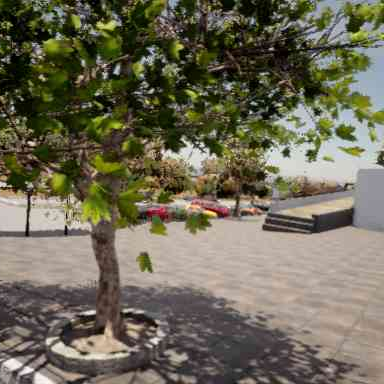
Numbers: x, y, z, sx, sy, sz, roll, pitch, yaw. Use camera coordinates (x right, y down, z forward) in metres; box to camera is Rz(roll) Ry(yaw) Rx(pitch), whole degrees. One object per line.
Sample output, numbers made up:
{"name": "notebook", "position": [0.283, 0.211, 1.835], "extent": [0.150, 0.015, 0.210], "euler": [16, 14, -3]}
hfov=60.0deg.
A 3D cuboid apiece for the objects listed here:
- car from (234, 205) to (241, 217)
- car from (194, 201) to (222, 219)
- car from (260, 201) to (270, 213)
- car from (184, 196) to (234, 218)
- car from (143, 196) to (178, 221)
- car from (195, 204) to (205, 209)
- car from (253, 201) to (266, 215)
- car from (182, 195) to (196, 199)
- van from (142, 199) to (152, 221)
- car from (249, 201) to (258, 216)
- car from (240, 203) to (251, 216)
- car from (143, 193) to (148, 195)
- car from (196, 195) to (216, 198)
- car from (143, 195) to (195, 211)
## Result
{"name": "car", "position": [3.962, 2.634, 47.070], "extent": [4.792, 1.488, 2.163], "euler": [8, 3, 15]}
{"name": "car", "position": [0.627, 2.450, 42.140], "extent": [5.366, 1.575, 1.946], "euler": [7, 3, 15]}
{"name": "car", "position": [12.700, 2.811, 59.273], "extent": [5.566, 2.045, 2.435], "euler": [8, 2, 15]}
{"name": "car", "position": [2.251, 2.270, 44.613], "extent": [5.566, 2.045, 2.435], "euler": [7, 3, 15]}
{"name": "car", "position": [-4.817, 1.918, 34.860], "extent": [5.566, 2.045, 2.435], "euler": [8, 3, 16]}
{"name": "car", "position": [-1.309, 2.383, 39.754], "extent": [4.674, 1.452, 2.002], "euler": [7, 3, 16]}
{"name": "car", "position": [9.145, 2.739, 54.405], "extent": [4.553, 1.767, 2.185], "euler": [8, 2, 15]}
{"name": "car", "position": [0.148, 1.289, 70.546], "extent": [2.033, 1.411, 5.357], "euler": [8, 3, 35]}
{"name": "van", "position": [-6.674, 1.844, 32.455], "extent": [4.442, 1.987, 1.878], "euler": [8, 3, 16]}
{"name": "car", "position": [7.463, 2.657, 51.938], "extent": [4.553, 1.767, 2.185], "euler": [8, 3, 15]}
{"name": "car", "position": [5.682, 2.691, 49.509], "extent": [4.892, 1.521, 2.231], "euler": [8, 3, 15]}
{"name": "car", "position": [-8.969, 0.822, 57.850], "extent": [1.812, 1.442, 4.674], "euler": [8, 3, 36]}
{"name": "car", "position": [3.479, 1.462, 70.044], "extent": [2.097, 1.767, 4.553], "euler": [8, 3, 35]}
{"name": "car", "position": [-2.999, 2.012, 37.290], "extent": [5.566, 2.045, 2.435], "euler": [7, 3, 16]}
